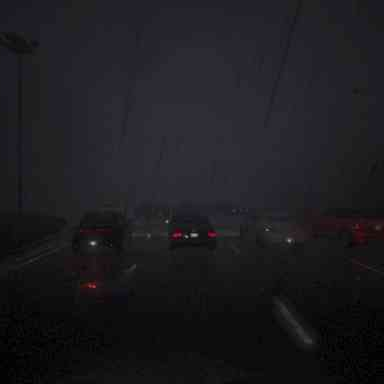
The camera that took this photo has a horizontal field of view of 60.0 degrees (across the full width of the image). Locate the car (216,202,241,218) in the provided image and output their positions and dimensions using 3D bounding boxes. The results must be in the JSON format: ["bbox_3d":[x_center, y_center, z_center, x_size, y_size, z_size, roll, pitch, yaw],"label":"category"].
[{"bbox_3d":[3.045,1.563,29.753,2.033,1.411,5.357,0,0,-24],"label":"car"}]

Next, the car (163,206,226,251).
[{"bbox_3d":[-0.111,1.563,14.171,2.033,1.411,5.357,0,0,-4],"label":"car"}]

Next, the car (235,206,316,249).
[{"bbox_3d":[3.379,1.533,14.438,1.812,1.442,4.674,0,0,-4],"label":"car"}]

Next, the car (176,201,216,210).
[{"bbox_3d":[-0.149,1.485,28.322,1.882,1.535,5.008,0,0,-24],"label":"car"}]

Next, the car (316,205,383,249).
[{"bbox_3d":[6.871,1.366,14.675,2.097,1.767,4.553,0,0,-4],"label":"car"}]

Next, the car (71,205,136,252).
[{"bbox_3d":[-3.601,1.516,13.904,1.837,1.490,4.892,0,0,-4],"label":"car"}]

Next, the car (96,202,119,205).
[{"bbox_3d":[-6.537,1.485,25.459,1.882,1.535,5.008,0,0,-24],"label":"car"}]

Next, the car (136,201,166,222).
[{"bbox_3d":[-3.343,1.485,26.890,1.882,1.535,5.008,0,0,-24],"label":"car"}]
